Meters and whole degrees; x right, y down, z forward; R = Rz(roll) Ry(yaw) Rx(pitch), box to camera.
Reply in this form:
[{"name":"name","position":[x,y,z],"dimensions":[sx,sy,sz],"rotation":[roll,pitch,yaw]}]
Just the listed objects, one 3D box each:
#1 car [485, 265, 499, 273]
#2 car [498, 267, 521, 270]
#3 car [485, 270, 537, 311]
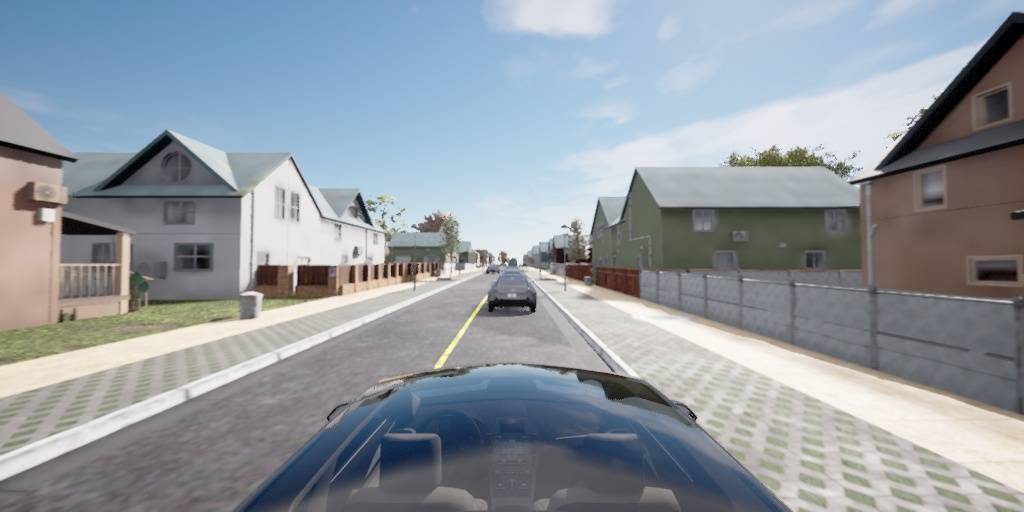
[{"name":"car","position":[-2.759,1.969,52.439],"dimensions":[1.994,1.385,4.181],"rotation":[0,-1,0]},{"name":"car","position":[0.034,1.625,30.766],"dimensions":[1.812,1.442,4.674],"rotation":[0,-1,1]},{"name":"car","position":[0.027,1.470,15.433],"dimensions":[1.994,1.385,4.181],"rotation":[0,-1,1]}]
